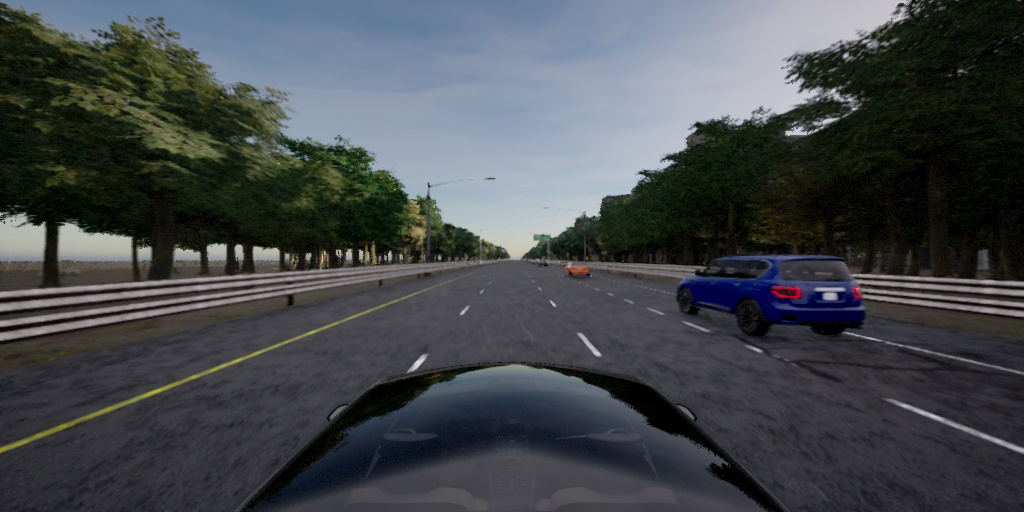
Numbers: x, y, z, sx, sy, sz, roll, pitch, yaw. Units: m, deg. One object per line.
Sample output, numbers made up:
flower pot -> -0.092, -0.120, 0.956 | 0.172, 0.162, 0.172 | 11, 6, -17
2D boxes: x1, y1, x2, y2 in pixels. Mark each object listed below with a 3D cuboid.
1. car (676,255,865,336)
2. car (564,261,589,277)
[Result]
car -> 6.998, 0.992, 10.568 | 2.150, 2.045, 5.566 | 0, 0, 0
car -> 7.053, 1.301, 39.540 | 2.097, 1.767, 4.553 | 0, 0, 0
